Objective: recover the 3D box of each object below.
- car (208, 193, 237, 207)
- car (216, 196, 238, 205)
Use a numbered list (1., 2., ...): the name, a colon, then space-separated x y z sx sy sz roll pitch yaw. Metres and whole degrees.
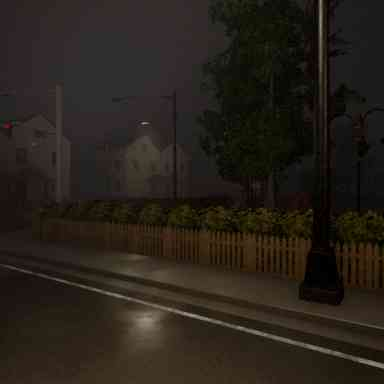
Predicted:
1. car: 4.256 1.221 48.838 2.150 2.045 5.566 0 0 35
2. car: 6.203 1.529 57.948 1.812 1.442 4.674 0 0 35
